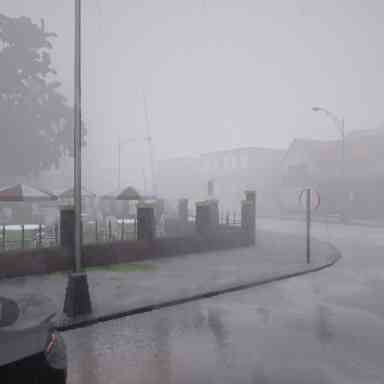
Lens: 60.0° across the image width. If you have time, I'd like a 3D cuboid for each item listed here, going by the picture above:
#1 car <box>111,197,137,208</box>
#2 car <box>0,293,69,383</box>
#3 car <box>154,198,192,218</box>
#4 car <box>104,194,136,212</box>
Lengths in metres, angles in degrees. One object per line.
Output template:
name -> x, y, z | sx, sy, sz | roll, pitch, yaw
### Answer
car -> -10.012, 1.478, 48.730 | 1.882, 1.535, 5.008 | 0, 0, -35
car -> -3.388, 1.505, 2.111 | 4.892, 1.490, 1.837 | 0, 0, -35
car -> -1.965, 1.352, 30.252 | 2.097, 1.767, 4.553 | 0, 0, -36
car -> -8.983, 1.220, 40.100 | 2.150, 2.045, 5.566 | 0, 0, -35
